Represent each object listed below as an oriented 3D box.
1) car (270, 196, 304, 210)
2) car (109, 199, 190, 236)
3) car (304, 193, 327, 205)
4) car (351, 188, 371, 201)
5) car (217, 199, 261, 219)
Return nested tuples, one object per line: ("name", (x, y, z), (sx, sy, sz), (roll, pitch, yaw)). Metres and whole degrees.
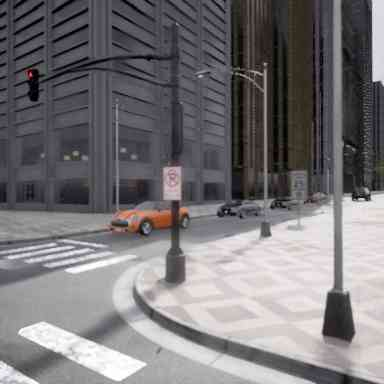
("car", (9.441, 1.062, 33.593), (1.994, 1.385, 4.181), (0, 1, 35))
("car", (-2.142, 1.178, 17.558), (2.097, 1.767, 4.553), (0, 1, 37))
("car", (15.562, 0.811, 42.025), (1.882, 1.535, 5.008), (0, 1, 36))
("car", (26.073, 0.336, 51.232), (2.150, 2.045, 5.566), (0, 1, 35))
("car", (3.633, 1.225, 25.516), (1.994, 1.385, 4.181), (0, 1, 36))
